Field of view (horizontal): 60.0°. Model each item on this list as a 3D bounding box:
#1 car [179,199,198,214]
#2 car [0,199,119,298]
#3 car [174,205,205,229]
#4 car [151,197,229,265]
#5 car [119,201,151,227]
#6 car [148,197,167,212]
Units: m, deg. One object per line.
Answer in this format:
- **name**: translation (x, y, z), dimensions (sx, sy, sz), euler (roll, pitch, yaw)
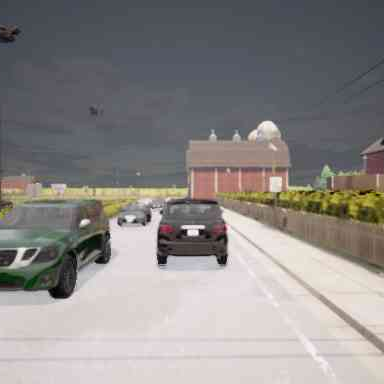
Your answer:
- **car**: translation (-0.364, 1.559, 36.130), dimensions (1.994, 1.385, 4.181), euler (0, 0, 0)
- **car**: translation (-3.697, 1.227, 8.861), dimensions (2.150, 2.045, 5.566), euler (0, 0, -1)
- **car**: translation (-0.169, 1.597, 22.565), dimensions (1.895, 1.301, 4.718), euler (0, 0, -1)
- **car**: translation (-0.016, 1.218, 11.792), dimensions (2.150, 2.045, 5.566), euler (0, 0, -1)
- **car**: translation (-3.868, 1.492, 23.046), dimensions (2.128, 1.511, 4.902), euler (0, 0, -1)
- **car**: translation (-3.981, 1.415, 39.297), dimensions (1.837, 1.490, 4.892), euler (0, 0, -1)
